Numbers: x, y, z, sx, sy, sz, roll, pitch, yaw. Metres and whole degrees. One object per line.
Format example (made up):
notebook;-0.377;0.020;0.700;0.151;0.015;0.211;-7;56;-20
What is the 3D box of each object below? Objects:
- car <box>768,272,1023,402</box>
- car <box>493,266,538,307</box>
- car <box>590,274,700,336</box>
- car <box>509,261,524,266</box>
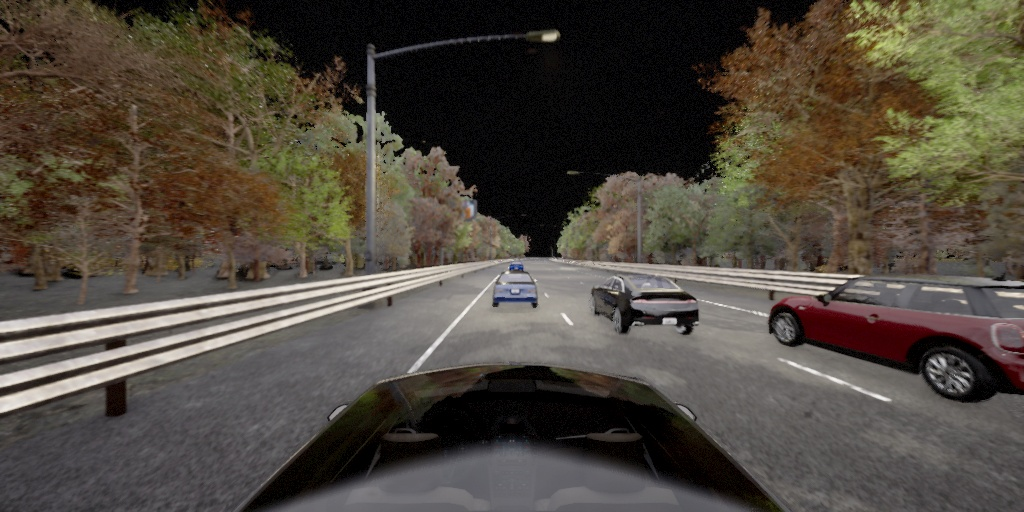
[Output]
car;7.109;1.127;6.602;2.097;1.767;4.553;0;0;0
car;0.142;1.356;15.855;2.033;1.411;5.357;0;0;0
car;3.620;1.282;10.623;2.128;1.511;4.902;0;0;0
car;0.644;1.425;49.373;1.882;1.535;5.008;0;0;1
